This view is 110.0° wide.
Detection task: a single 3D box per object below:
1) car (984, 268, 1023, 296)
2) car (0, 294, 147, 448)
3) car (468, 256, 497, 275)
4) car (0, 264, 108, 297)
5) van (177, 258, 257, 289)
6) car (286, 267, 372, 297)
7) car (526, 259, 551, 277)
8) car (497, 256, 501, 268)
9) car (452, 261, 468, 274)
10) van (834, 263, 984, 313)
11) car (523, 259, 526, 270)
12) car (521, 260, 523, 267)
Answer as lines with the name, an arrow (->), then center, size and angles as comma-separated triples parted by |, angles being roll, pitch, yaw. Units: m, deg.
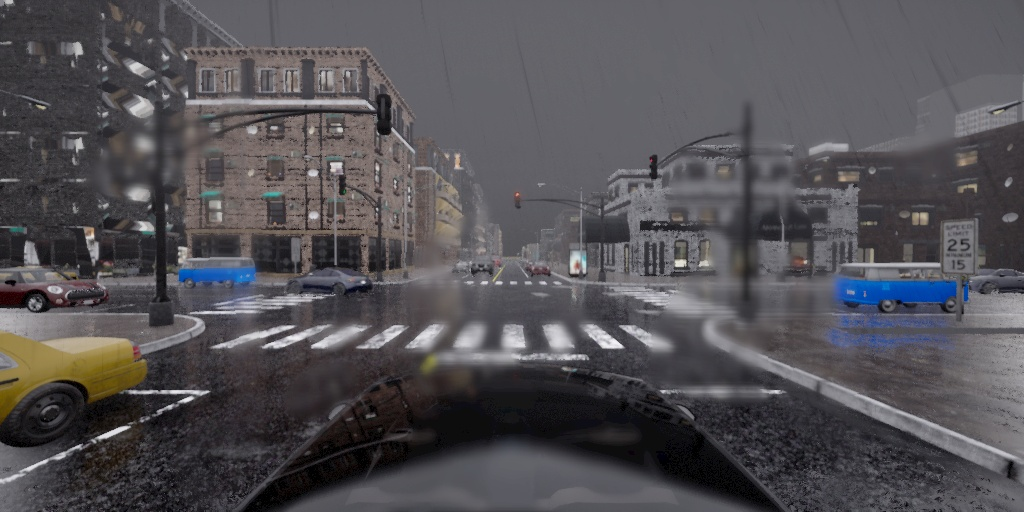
car -> 25.773, 1.360, 19.424 | 4.181, 1.385, 1.994 | 0, 0, 0
car -> -5.692, 1.275, 2.616 | 1.751, 1.417, 4.829 | 0, 0, 0
car -> -3.100, 0.965, 38.515 | 2.150, 2.045, 5.566 | 0, 0, 0
car -> -17.725, 1.186, 13.309 | 4.097, 1.591, 1.967 | 0, 0, 0
van -> -17.769, 1.023, 21.690 | 3.998, 1.789, 1.690 | 0, 0, 0
car -> -9.460, 1.284, 18.605 | 4.181, 1.385, 1.994 | 0, 0, 15
car -> 2.684, 1.183, 35.254 | 1.967, 1.591, 4.097 | 0, 0, 0
car -> -3.047, 0.983, 62.963 | 2.150, 2.045, 5.566 | 0, 0, 0
car -> -5.698, 1.296, 40.937 | 2.007, 1.370, 4.403 | 0, 0, 0
van -> 14.653, 1.152, 13.555 | 3.998, 1.789, 1.690 | 0, 0, 0
car -> 2.681, 1.331, 46.648 | 1.802, 1.307, 4.207 | 0, 0, 0
car -> 2.681, 1.302, 52.345 | 2.007, 1.370, 4.403 | 0, 0, 0
